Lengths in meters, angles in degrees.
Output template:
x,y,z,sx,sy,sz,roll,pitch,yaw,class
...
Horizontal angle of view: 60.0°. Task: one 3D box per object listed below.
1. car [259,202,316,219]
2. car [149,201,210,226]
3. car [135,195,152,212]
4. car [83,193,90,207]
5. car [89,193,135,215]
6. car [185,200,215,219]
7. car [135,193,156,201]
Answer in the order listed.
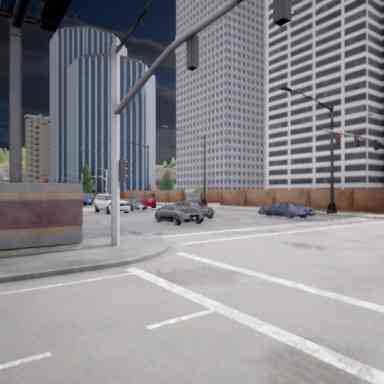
x,y,z,sx,sy,sz,roll,pitch,yaw,class
8.074,1.536,28.698,2.033,1.411,5.357,0,0,-28,car
-0.977,1.557,23.775,1.994,1.385,4.181,0,0,-35,car
-6.966,1.484,38.345,2.128,1.511,4.902,0,0,-35,car
-16.232,1.215,51.602,2.150,2.045,5.566,0,0,-35,car
-8.314,1.216,34.180,2.150,2.045,5.566,0,0,-35,car
-0.015,1.497,28.483,1.837,1.490,4.892,0,0,-35,car
-6.839,1.212,44.577,2.150,2.045,5.566,0,0,-35,car
